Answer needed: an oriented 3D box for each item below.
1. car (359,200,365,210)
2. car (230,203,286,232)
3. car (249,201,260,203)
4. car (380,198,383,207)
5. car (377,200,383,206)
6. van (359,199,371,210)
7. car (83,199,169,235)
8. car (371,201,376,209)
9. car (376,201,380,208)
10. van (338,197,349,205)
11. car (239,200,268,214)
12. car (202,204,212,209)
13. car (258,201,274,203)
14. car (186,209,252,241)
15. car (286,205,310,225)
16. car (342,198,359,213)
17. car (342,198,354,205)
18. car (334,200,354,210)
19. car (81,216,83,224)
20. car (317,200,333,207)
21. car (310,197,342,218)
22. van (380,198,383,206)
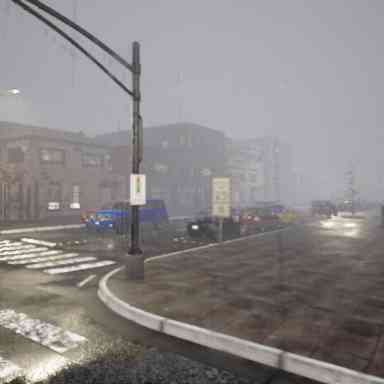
[{"bbox_3d":[24.337,2.254,50.075,1.802,1.307,4.206,0,-1,36],"label":"car"},{"bbox_3d":[4.665,1.797,23.222,1.967,1.590,4.097,0,-1,36],"label":"car"},{"bbox_3d":[7.970,1.789,37.500,2.097,1.767,4.553,1,0,36],"label":"car"},{"bbox_3d":[37.452,2.462,67.978,1.802,1.307,4.206,0,-1,36],"label":"car"},{"bbox_3d":[44.009,2.567,76.929,1.802,1.307,4.206,0,-1,36],"label":"car"},{"bbox_3d":[27.616,2.065,54.553,1.690,1.788,3.998,0,-1,36],"label":"van"},{"bbox_3d":[-3.837,1.469,21.404,2.150,2.045,5.566,1,0,36],"label":"car"},{"bbox_3d":[30.894,2.321,59.027,1.887,1.381,4.507,0,-1,36],"label":"car"},{"bbox_3d":[34.172,2.410,63.502,1.802,1.307,4.206,0,-1,36],"label":"car"},{"bbox_3d":[37.249,2.256,81.883,1.690,1.788,3.998,0,-1,36],"label":"van"},{"bbox_3d":[7.740,1.885,41.600,1.967,1.590,4.097,0,-1,36],"label":"car"},{"bbox_3d":[2.070,1.820,29.471,1.882,1.535,5.008,1,0,36],"label":"car"},{"bbox_3d":[8.649,1.910,33.045,1.882,1.535,5.008,1,0,36],"label":"car"},{"bbox_3d":[1.385,1.870,18.746,1.947,1.339,4.313,0,-1,36],"label":"car"},{"bbox_3d":[8.043,1.937,27.835,1.752,1.417,4.829,0,-1,36],"label":"car"},{"bbox_3d":[21.058,2.060,45.601,1.967,1.590,4.097,0,-1,36],"label":"car"},{"bbox_3d":[40.527,2.407,86.357,1.967,1.590,4.097,0,-1,36],"label":"car"},{"bbox_3d":[25.874,2.199,56.543,2.128,1.511,4.902,1,0,36],"label":"car"},{"bbox_3d":[-5.374,1.550,23.699,2.192,1.841,5.009,0,-1,36],"label":"car"},{"bbox_3d":[27.412,2.309,68.454,2.008,1.369,4.403,0,-1,36],"label":"car"},{"bbox_3d":[14.501,1.830,36.651,2.192,1.841,5.009,0,-1,36],"label":"car"},{"bbox_3d":[47.289,2.378,81.407,1.690,1.788,3.998,0,-1,36],"label":"van"}]
